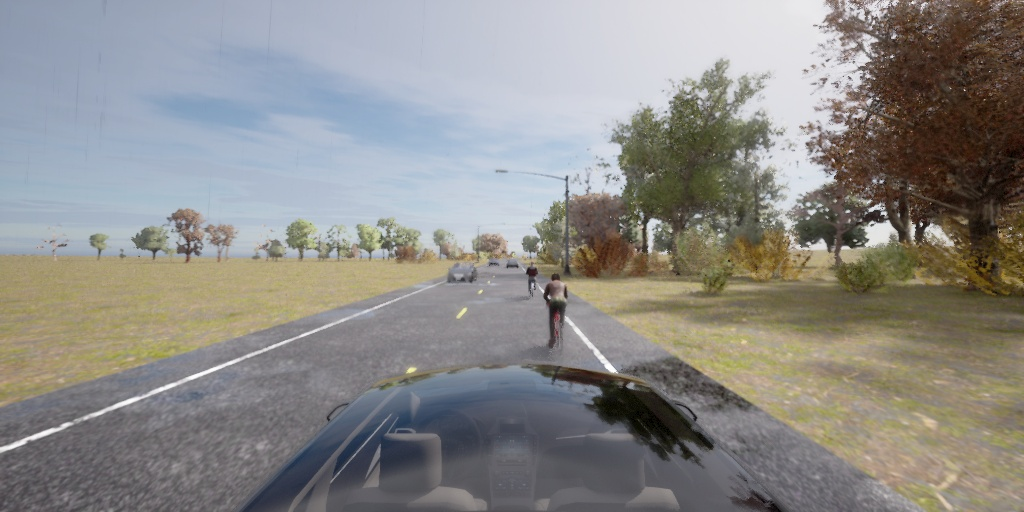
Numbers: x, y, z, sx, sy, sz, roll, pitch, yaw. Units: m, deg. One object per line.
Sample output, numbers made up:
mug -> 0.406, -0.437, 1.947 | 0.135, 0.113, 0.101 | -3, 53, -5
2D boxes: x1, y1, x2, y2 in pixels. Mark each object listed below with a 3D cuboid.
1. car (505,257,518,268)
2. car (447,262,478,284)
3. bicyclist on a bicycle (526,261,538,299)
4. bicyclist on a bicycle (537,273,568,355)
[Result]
car -> 0.090, 1.305, 61.529 | 1.994, 1.385, 4.181 | 0, 0, 0
car -> -3.603, 1.237, 26.651 | 2.128, 1.511, 4.902 | 0, 0, 0
bicyclist on a bicycle -> 0.960, 1.118, 17.140 | 0.659, 1.776, 1.843 | 0, 0, 0
bicyclist on a bicycle -> 0.961, 1.202, 7.753 | 0.582, 1.620, 1.656 | 0, 0, 0
